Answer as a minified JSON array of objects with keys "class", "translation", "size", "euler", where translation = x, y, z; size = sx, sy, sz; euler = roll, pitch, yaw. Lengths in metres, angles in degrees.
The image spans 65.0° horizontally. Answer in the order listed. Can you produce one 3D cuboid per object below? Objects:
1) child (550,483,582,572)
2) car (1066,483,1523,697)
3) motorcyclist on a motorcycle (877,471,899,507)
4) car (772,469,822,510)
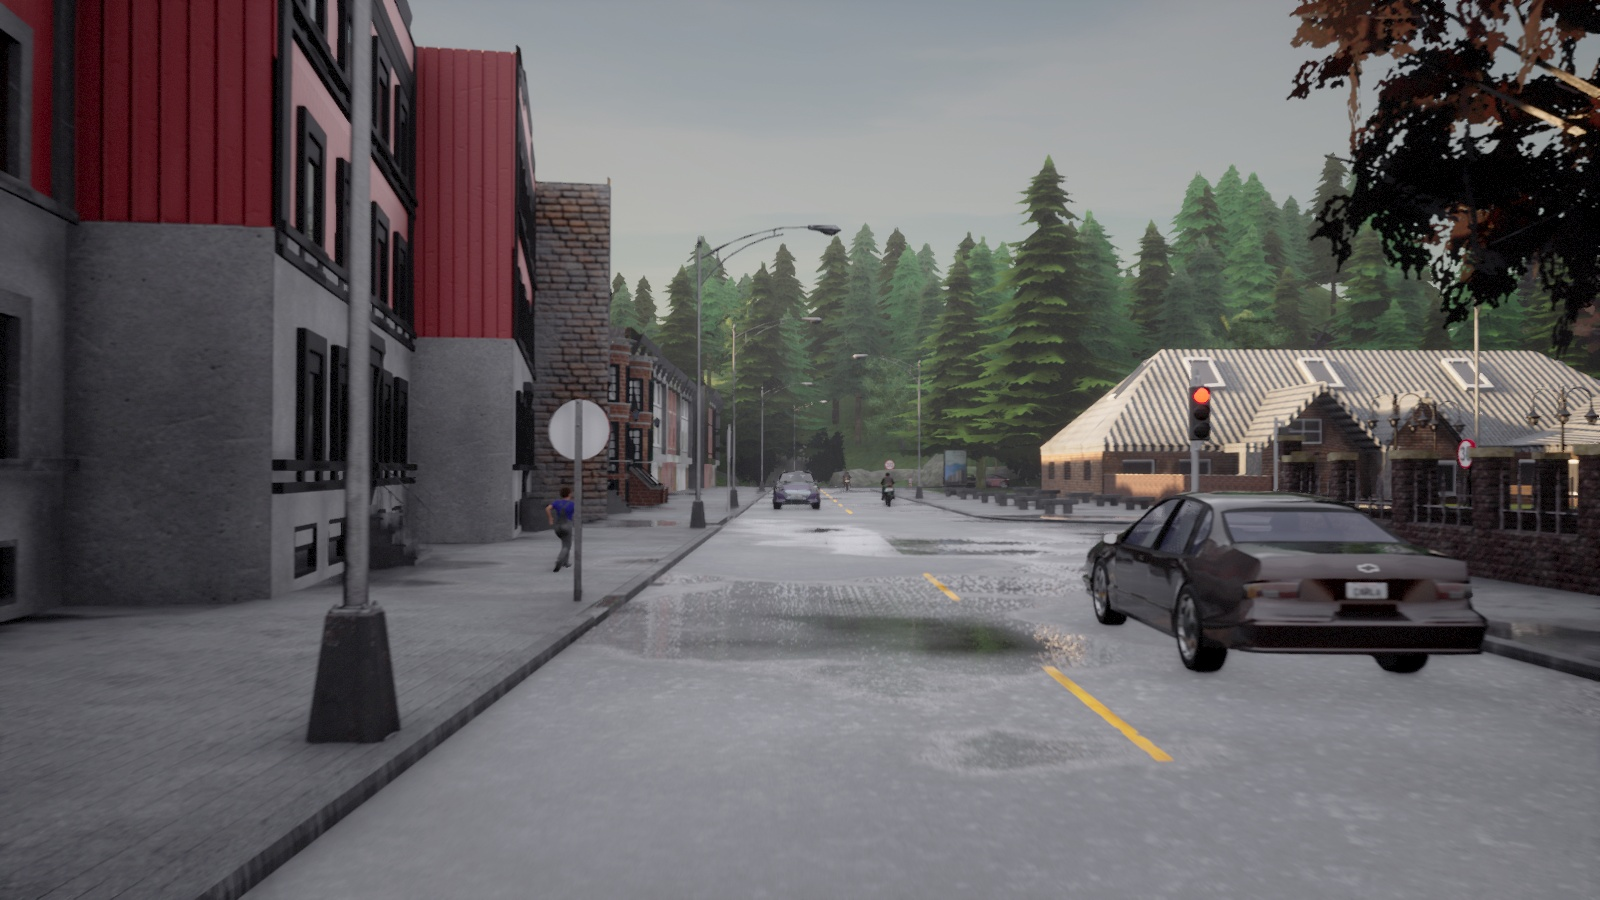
[{"class":"child","translation":[-3.402,1.115,18.256],"size":[0.270,1.263,0.437],"euler":[-1,-1,22]},{"class":"car","translation":[3.964,1.036,11.314],"size":[2.033,1.411,5.357],"euler":[0,-1,0]},{"class":"motorcyclist on a motorcycle","translation":[3.866,1.708,55.333],"size":[0.797,1.523,2.044],"euler":[0,-1,0]},{"class":"car","translation":[-0.131,1.640,53.427],"size":[2.033,1.649,4.856],"euler":[0,-1,0]}]
